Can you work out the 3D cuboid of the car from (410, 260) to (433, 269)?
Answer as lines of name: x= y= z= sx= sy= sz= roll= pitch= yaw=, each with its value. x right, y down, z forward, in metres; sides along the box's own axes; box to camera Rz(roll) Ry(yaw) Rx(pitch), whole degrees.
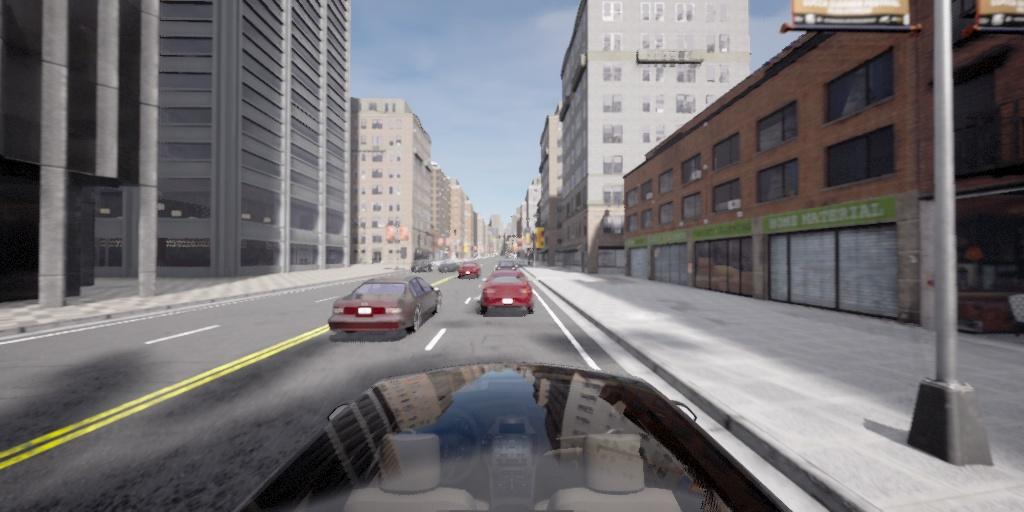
car: x=-10.632 y=1.182 z=42.533 sx=1.837 sy=1.490 sz=4.892 roll=0 pitch=0 yaw=-1

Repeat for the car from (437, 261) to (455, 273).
car: x=-7.367 y=1.244 z=41.686 sx=1.994 sy=1.385 sz=4.181 roll=0 pitch=0 yaw=-1

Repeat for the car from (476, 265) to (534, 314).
car: x=-0.181 y=1.259 z=13.671 sx=1.812 sy=1.442 sz=4.674 roll=0 pitch=0 yaw=-1

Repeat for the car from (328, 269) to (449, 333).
car: x=-3.378 y=1.284 z=10.614 sx=2.033 sy=1.411 sz=5.357 roll=0 pitch=0 yaw=-1

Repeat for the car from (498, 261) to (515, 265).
car: x=-0.500 y=1.194 z=31.632 sx=2.128 sy=1.511 sz=4.902 roll=0 pitch=0 yaw=-1

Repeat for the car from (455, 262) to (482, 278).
car: x=-3.768 y=1.226 z=32.579 sx=1.812 sy=1.442 sz=4.674 roll=0 pitch=0 yaw=-1
